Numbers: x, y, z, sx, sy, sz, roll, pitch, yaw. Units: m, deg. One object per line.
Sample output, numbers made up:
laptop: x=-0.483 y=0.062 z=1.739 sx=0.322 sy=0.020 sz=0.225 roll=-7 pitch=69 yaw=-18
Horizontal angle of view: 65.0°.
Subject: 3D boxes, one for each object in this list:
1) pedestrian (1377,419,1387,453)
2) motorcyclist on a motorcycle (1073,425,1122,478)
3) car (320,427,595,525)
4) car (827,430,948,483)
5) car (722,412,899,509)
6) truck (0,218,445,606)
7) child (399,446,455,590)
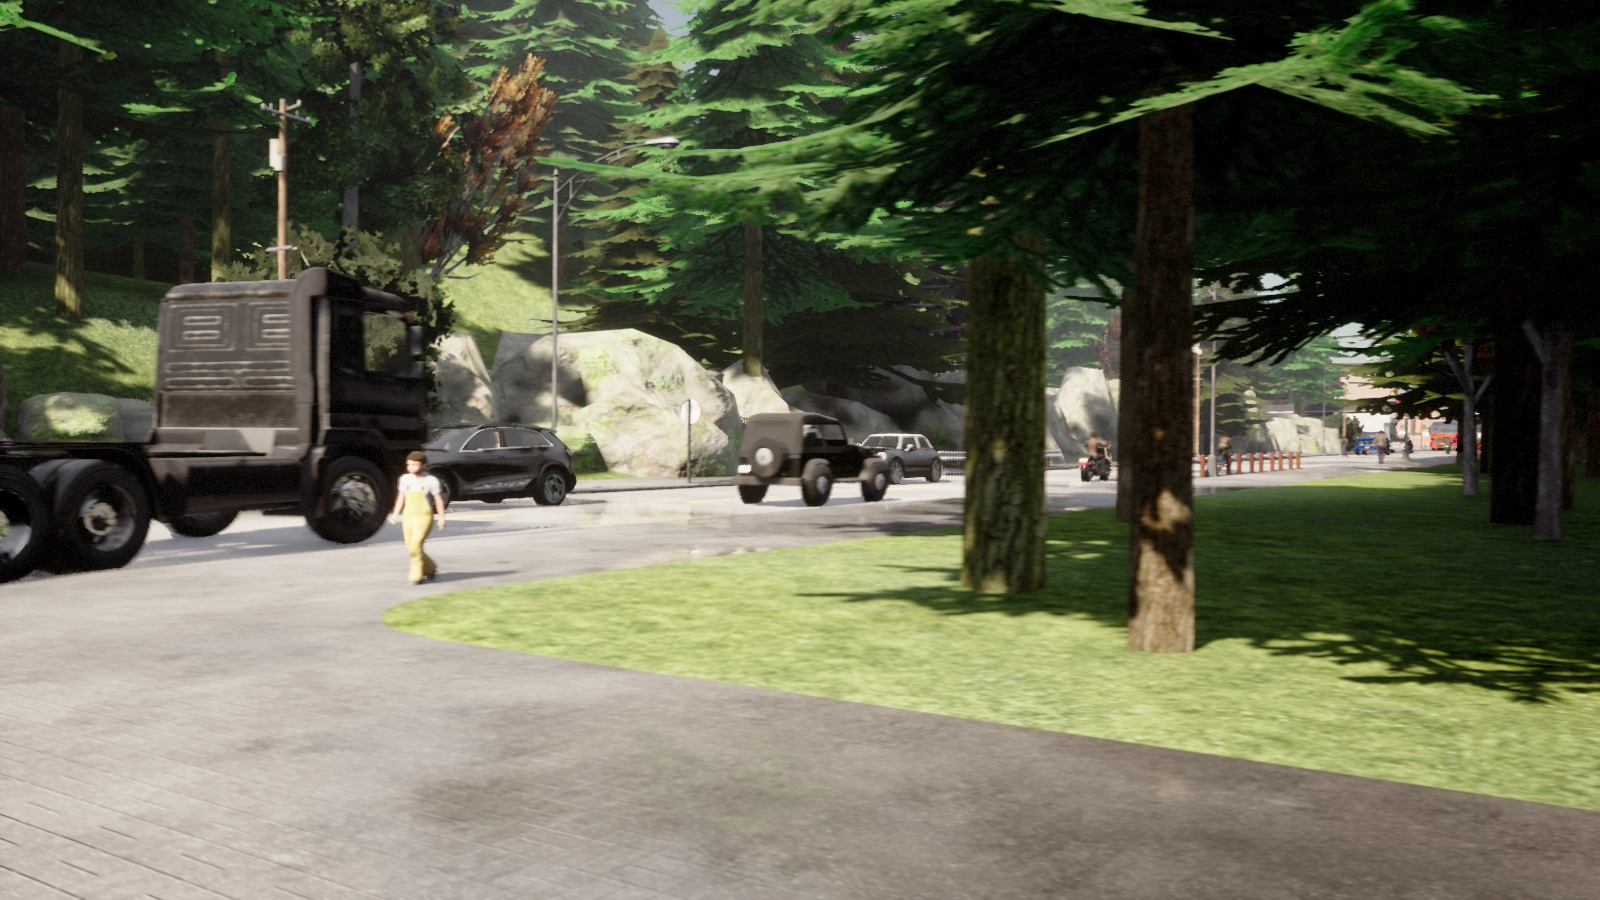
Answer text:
pedestrian: x=30.787 y=-0.745 z=66.439 sx=0.328 sy=1.805 sz=0.869 roll=0 pitch=1 yaw=33
motorcyclist on a motorcycle: x=9.651 y=0.038 z=40.708 sx=0.766 sy=1.649 sz=2.350 roll=0 pitch=1 yaw=33
car: x=-6.295 y=0.395 z=23.691 sx=2.033 sy=1.649 sz=4.856 roll=0 pitch=1 yaw=33
car: x=2.640 y=0.164 z=37.313 sx=1.970 sy=1.475 sz=3.806 roll=0 pitch=1 yaw=33
car: x=0.300 y=0.163 z=26.454 sx=1.905 sy=1.878 sz=3.866 roll=0 pitch=1 yaw=33
truck: x=-7.629 y=-0.376 z=14.309 sx=2.891 sy=3.462 sz=7.936 roll=0 pitch=1 yaw=18
child: x=-3.343 y=0.598 z=11.262 sx=0.270 sy=1.263 sz=0.437 roll=0 pitch=1 yaw=17
